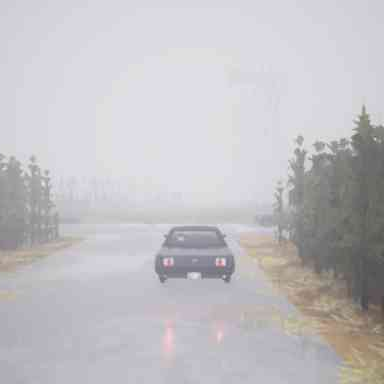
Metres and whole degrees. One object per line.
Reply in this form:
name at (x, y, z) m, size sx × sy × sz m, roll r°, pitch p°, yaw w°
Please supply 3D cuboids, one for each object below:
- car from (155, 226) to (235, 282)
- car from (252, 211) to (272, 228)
car at (0.091, 1.649, 9.882) m, size 1.895 × 1.301 × 4.718 m, roll 0°, pitch 0°, yaw 1°
car at (6.493, 1.636, 22.766) m, size 4.674 × 1.442 × 1.812 m, roll 0°, pitch 0°, yaw 0°
